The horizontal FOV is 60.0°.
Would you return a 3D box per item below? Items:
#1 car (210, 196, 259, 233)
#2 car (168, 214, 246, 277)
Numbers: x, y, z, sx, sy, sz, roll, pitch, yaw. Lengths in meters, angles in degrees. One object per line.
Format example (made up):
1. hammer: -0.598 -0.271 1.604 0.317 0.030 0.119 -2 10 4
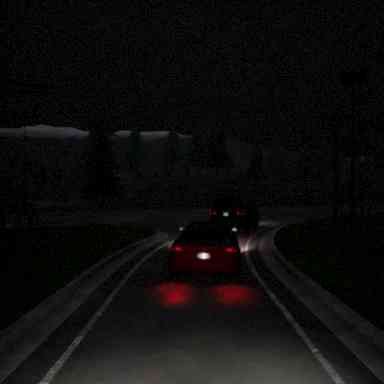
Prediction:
1. car: 2.660 1.278 20.203 2.150 2.045 5.566 0 0 19
2. car: 0.475 1.592 10.395 1.994 1.385 4.181 0 0 5
